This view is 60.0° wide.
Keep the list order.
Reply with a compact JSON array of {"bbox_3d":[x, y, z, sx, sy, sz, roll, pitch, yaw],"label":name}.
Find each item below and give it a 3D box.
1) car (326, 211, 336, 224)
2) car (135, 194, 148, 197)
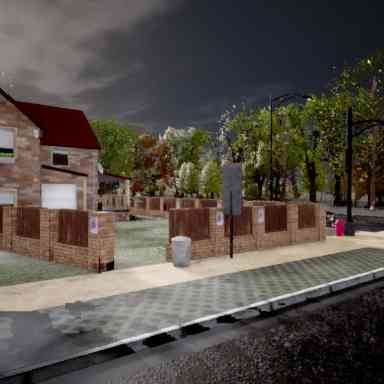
[{"bbox_3d":[7.663,1.469,23.334,1.812,1.442,4.674,0,0,-36],"label":"car"},{"bbox_3d":[-9.255,1.144,58.365,2.097,1.767,4.553,0,0,-36],"label":"car"}]
